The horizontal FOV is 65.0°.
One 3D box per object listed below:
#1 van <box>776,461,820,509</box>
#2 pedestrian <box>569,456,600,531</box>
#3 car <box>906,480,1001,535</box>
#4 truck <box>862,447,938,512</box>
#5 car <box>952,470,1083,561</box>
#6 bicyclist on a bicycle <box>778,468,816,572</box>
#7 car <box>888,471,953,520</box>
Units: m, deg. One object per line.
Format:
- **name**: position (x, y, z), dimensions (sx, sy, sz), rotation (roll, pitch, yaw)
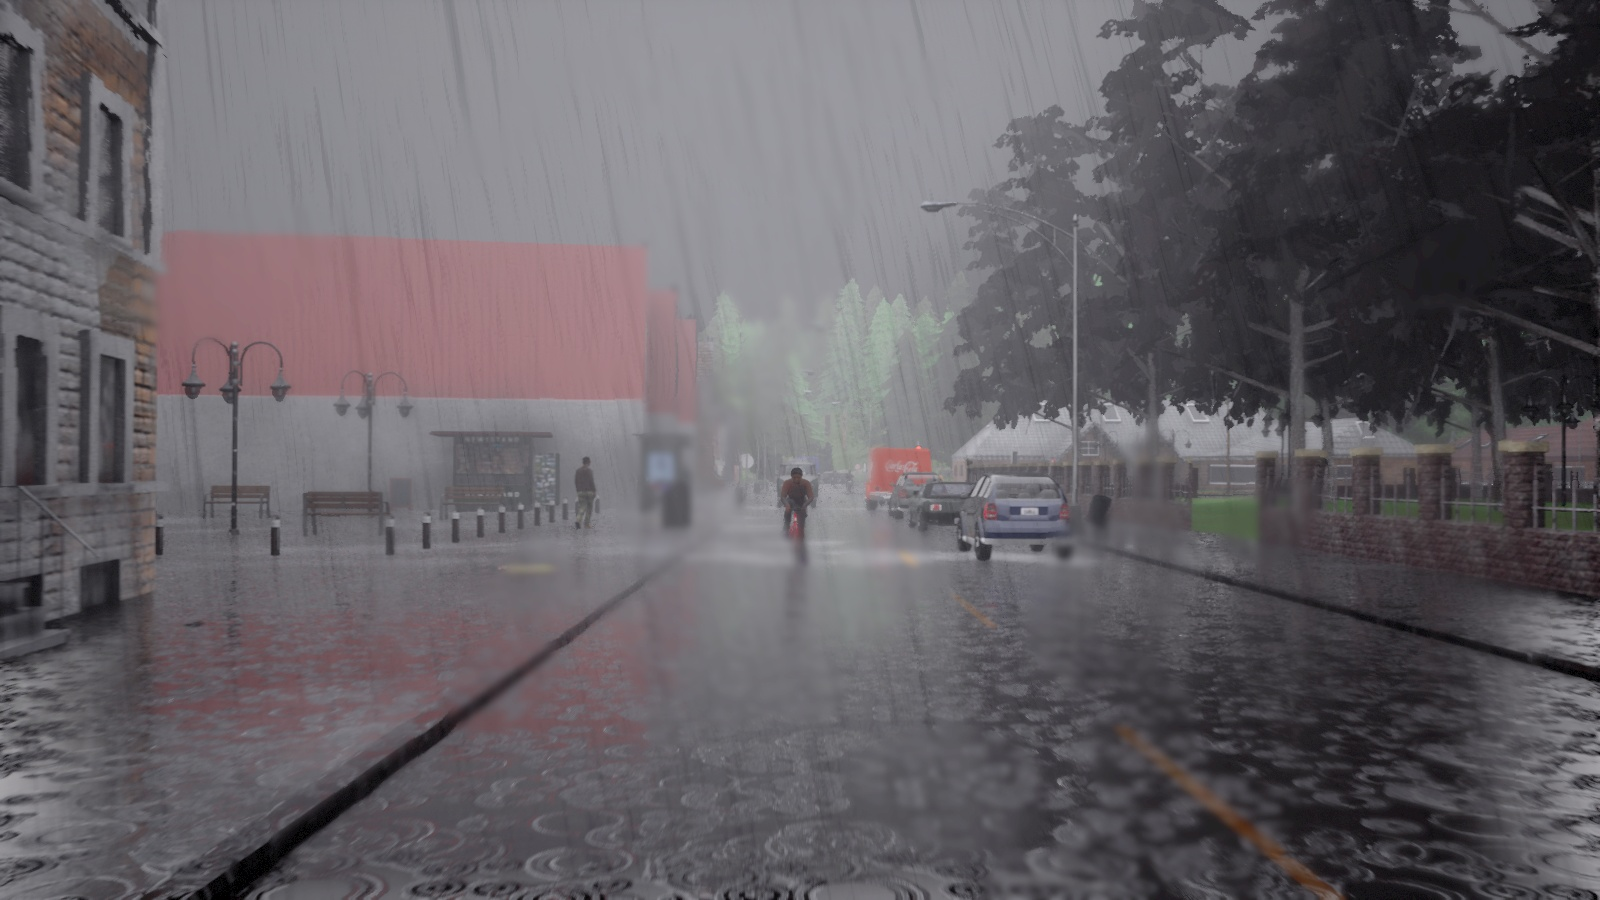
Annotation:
- **van**: position (-0.085, 1.474, 54.166), dimensions (1.775, 1.987, 4.442), rotation (0, -1, 0)
- **pedestrian**: position (-5.313, 1.064, 30.940), dimensions (0.431, 1.840, 0.703), rotation (-1, -1, 23)
- **car**: position (3.939, 1.451, 32.958), dimensions (1.895, 1.301, 4.718), rotation (0, -1, 0)
- **truck**: position (3.919, 1.153, 50.248), dimensions (2.627, 2.467, 5.204), rotation (0, -1, 0)
- **car**: position (3.948, 1.166, 23.397), dimensions (1.789, 1.549, 3.705), rotation (0, -1, 0)
- **bicyclist on a bicycle**: position (-0.048, 1.111, 20.508), dimensions (0.582, 1.620, 1.656), rotation (0, -1, 0)
- **car**: position (3.930, 1.472, 41.482), dimensions (1.789, 1.549, 3.705), rotation (0, -1, 0)
